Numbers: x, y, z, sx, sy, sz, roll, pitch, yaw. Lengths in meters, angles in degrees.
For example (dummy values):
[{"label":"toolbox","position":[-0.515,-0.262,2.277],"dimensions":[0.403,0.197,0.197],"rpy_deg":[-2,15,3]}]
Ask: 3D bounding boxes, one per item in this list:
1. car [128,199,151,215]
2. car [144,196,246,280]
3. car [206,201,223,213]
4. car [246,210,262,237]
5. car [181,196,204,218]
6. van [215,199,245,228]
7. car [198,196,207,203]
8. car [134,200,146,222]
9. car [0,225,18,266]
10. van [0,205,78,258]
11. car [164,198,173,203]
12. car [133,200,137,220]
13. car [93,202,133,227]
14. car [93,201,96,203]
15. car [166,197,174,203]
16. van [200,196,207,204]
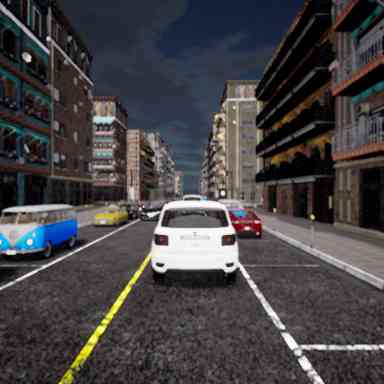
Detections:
[{"label":"car","position":[-5.787,1.626,37.104],"dimensions":[1.967,1.590,4.097],"rpy_deg":[0,0,0]},{"label":"car","position":[0.069,1.270,10.214],"dimensions":[2.150,2.045,5.566],"rpy_deg":[0,0,0]},{"label":"car","position":[2.740,1.790,40.896],"dimensions":[1.802,1.307,4.206],"rpy_deg":[0,0,0]},{"label":"car","position":[2.661,1.629,18.254],"dimensions":[1.887,1.381,4.507],"rpy_deg":[0,0,0]},{"label":"car","position":[0.052,1.383,33.202],"dimensions":[2.150,2.045,5.566],"rpy_deg":[0,0,0]},{"label":"van","position":[2.652,1.453,23.916],"dimensions":[1.690,1.788,3.998],"rpy_deg":[0,0,0]},{"label":"car","position":[2.614,1.840,84.295],"dimensions":[2.192,1.841,5.009],"rpy_deg":[-1,-1,0]},{"label":"car","position":[-3.134,1.624,27.828],"dimensions":[2.128,1.511,4.902],"rpy_deg":[0,0,0]},{"label":"car","position":[-5.704,1.612,6.946],"dimensions":[1.802,1.307,4.206],"rpy_deg":[0,0,0]},{"label":"van","position":[-5.713,1.398,12.610],"dimensions":[1.690,1.788,3.998],"rpy_deg":[0,0,0]},{"label":"car","position":[-5.950,2.107,84.332],"dimensions":[1.802,1.307,4.206],"rpy_deg":[-1,0,0]},{"label":"car","position":[-5.733,1.708,29.592],"dimensions":[1.947,1.339,4.313],"rpy_deg":[0,0,0]},{"label":"car","position":[-5.726,1.637,23.761],"dimensions":[1.752,1.417,4.829],"rpy_deg":[0,0,0]},{"label":"car","position":[-17.806,1.773,56.056],"dimensions":[4.206,1.307,1.802],"rpy_deg":[1,0,0]},{"label":"car","position":[-5.957,2.138,89.854],"dimensions":[1.947,1.339,4.313],"rpy_deg":[-1,0,0]},{"label":"van","position":[2.710,1.821,78.798],"dimensions":[1.690,1.788,3.998],"rpy_deg":[-1,0,0]}]
